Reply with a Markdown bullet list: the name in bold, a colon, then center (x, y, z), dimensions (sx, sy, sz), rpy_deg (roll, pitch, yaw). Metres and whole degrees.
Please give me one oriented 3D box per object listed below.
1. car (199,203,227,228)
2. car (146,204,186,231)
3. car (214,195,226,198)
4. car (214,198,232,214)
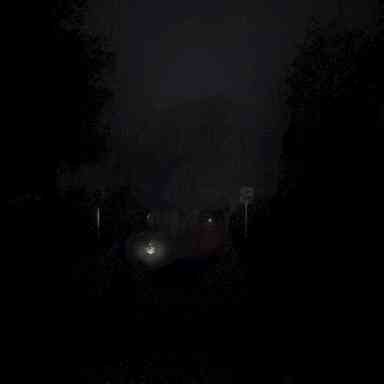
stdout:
- **car**: center (1.561, 1.821, 25.314), dimensions (1.837, 1.490, 4.892), rpy_deg (0, -1, 6)
- **car**: center (-1.660, 1.604, 22.665), dimensions (2.097, 1.767, 4.553), rpy_deg (1, -1, 6)
- **car**: center (5.448, 1.342, 63.303), dimensions (2.128, 1.511, 4.902), rpy_deg (2, 3, 14)
- **car**: center (3.900, 1.881, 42.128), dimensions (2.128, 1.511, 4.902), rpy_deg (0, 1, 10)
